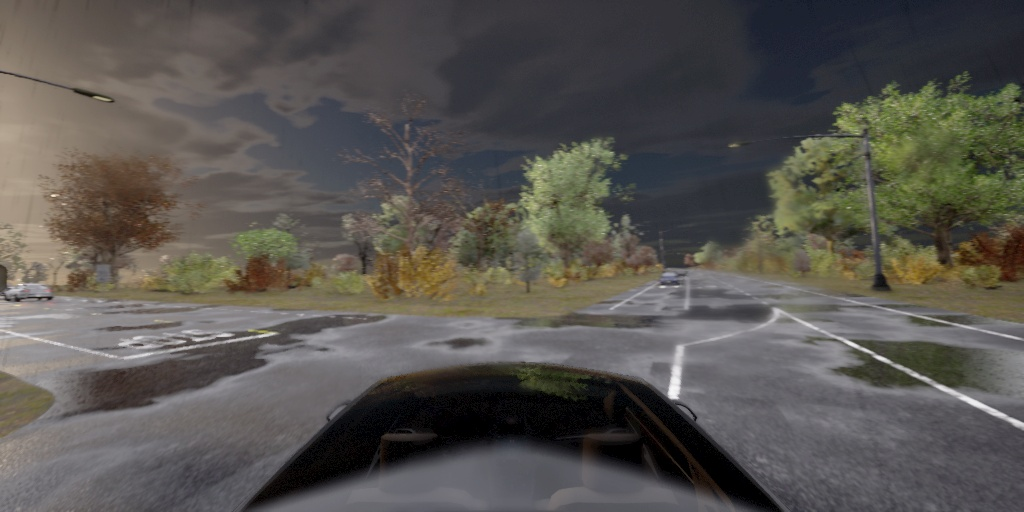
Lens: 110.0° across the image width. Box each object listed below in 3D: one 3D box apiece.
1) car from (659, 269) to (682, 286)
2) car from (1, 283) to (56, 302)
[{"bbox_3d":[17.449,2.494,39.765,1.812,1.442,4.674,-4,-3,26],"label":"car"},{"bbox_3d":[-39.490,2.963,29.376,4.674,1.442,1.812,-2,-2,27],"label":"car"}]
